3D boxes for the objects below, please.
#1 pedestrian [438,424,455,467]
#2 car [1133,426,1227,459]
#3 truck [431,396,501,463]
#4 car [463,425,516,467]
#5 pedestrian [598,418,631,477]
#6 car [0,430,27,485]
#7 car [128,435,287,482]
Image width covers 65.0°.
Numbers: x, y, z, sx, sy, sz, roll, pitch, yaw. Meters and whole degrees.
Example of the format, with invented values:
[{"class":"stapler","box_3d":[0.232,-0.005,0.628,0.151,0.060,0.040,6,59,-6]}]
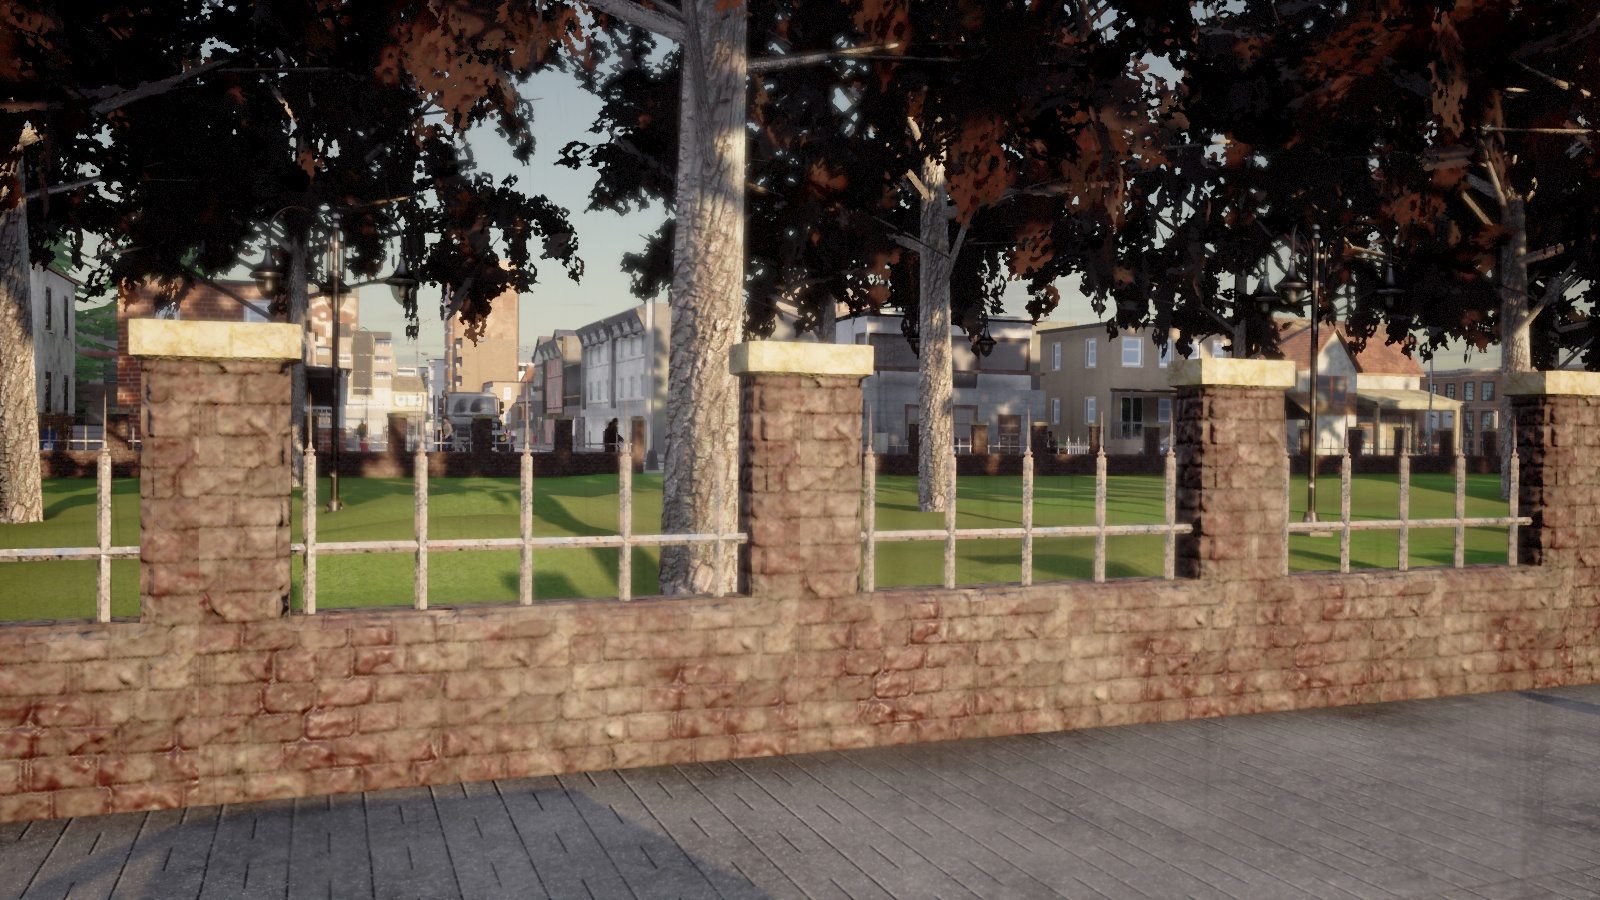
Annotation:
[{"class":"pedestrian","box_3d":[-15.010,-0.198,53.276,0.345,1.836,0.594,0,1,30]},{"class":"car","box_3d":[17.850,-0.389,59.012,3.806,1.475,1.970,-1,1,-21]},{"class":"truck","box_3d":[-18.490,-1.109,69.163,2.891,3.462,7.936,-1,1,-21]},{"class":"car","box_3d":[-14.567,-0.205,58.855,1.905,1.878,3.866,-1,1,-21]},{"class":"pedestrian","box_3d":[-5.912,-0.079,39.976,0.899,1.844,0.634,-1,1,-21]},{"class":"car","box_3d":[-26.395,0.246,37.824,5.027,1.651,2.152,-1,1,-24]},{"class":"car","box_3d":[-20.768,0.258,44.291,4.902,1.511,2.128,-1,1,-21]}]
